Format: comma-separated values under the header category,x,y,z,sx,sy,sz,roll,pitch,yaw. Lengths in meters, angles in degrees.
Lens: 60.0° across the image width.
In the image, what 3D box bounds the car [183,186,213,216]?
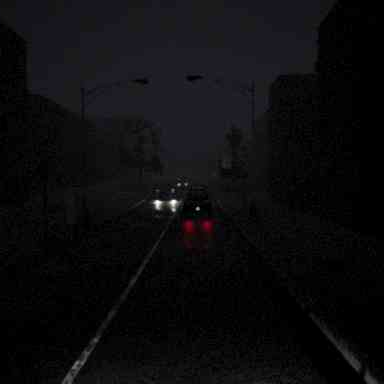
category,x,y,z,sx,sy,sz,roll,pitch,yaw
car,0.391,0.684,23.039,2.128,1.511,4.902,0,4,1

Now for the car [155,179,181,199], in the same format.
category,x,y,z,sx,sy,sz,roll,pitch,yaw
car,-2.651,-0.231,34.985,2.097,1.767,4.553,0,4,1

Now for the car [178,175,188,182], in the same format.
category,x,y,z,sx,sy,sz,roll,pitch,yaw
car,-2.048,-3.026,75.336,1.837,1.490,4.892,0,4,1

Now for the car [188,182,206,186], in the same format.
category,x,y,z,sx,sy,sz,roll,pitch,yaw
car,0.624,-0.515,41.042,1.837,1.490,4.892,0,4,1
